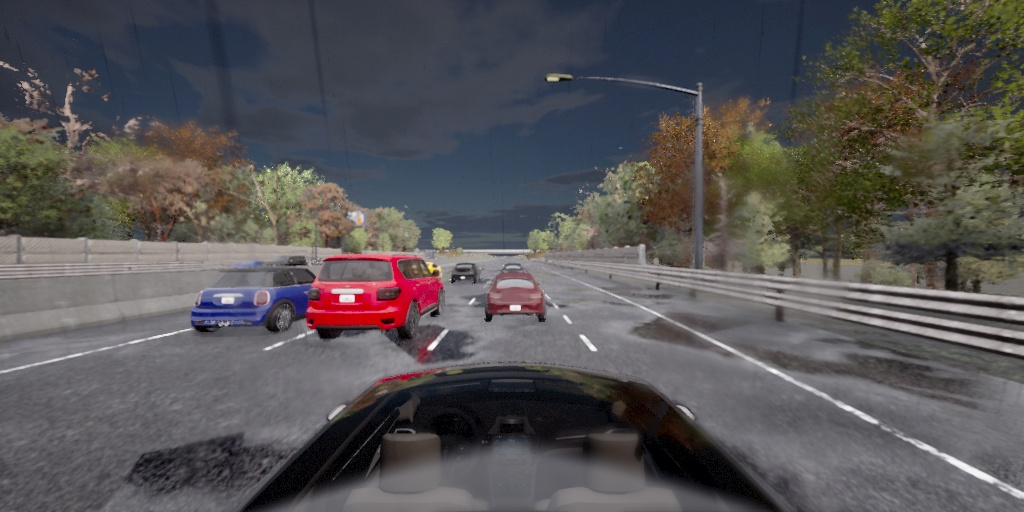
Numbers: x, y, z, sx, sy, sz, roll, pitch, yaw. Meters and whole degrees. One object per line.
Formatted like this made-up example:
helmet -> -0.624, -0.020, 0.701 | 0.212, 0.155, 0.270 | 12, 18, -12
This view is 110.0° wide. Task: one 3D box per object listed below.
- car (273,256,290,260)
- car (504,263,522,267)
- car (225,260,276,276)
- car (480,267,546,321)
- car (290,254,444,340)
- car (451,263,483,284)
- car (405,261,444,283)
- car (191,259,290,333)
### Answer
car -> -24.612, 0.984, 39.043 | 2.150, 2.045, 5.566 | 0, 0, 0
car -> 0.085, 1.283, 28.271 | 1.812, 1.442, 4.674 | 0, 0, 0
car -> -28.105, 1.242, 38.801 | 1.882, 1.535, 5.008 | 0, 0, 0
car -> 0.095, 1.276, 12.261 | 1.812, 1.442, 4.674 | 0, 0, 0
car -> -3.404, 0.971, 10.087 | 2.150, 2.045, 5.566 | 0, 0, 0
car -> -3.414, 1.261, 27.261 | 1.837, 1.490, 4.892 | 0, 0, 0
car -> -6.913, 1.235, 28.850 | 1.882, 1.535, 5.008 | 0, 0, 0
car -> -6.906, 1.101, 10.846 | 2.097, 1.767, 4.553 | 0, 0, 0
